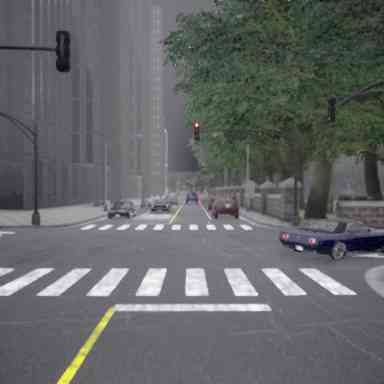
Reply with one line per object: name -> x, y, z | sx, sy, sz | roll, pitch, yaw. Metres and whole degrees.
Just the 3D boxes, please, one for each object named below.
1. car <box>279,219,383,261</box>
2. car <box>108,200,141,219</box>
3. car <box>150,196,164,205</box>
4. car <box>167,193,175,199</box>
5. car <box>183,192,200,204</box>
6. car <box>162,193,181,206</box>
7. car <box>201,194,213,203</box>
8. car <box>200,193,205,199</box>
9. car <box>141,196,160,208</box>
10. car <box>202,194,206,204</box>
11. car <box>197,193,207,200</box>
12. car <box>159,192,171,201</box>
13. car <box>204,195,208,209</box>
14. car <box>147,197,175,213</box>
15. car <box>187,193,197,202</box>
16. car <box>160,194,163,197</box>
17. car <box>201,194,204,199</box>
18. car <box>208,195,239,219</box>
car -> 5.649, 1.667, 12.417 | 4.718, 1.301, 1.895 | 1, 0, -28
car -> -5.777, 1.445, 27.972 | 1.947, 1.339, 4.313 | 0, 0, 0
car -> -5.792, 1.364, 55.256 | 1.802, 1.307, 4.206 | 0, 0, 0
car -> -5.813, 1.097, 93.455 | 1.967, 1.590, 4.097 | 0, 0, 0
car -> 0.017, 0.995, 57.855 | 2.150, 2.045, 5.566 | 0, 0, 1
car -> -3.109, 1.347, 50.510 | 2.033, 1.411, 5.357 | 0, 0, 0
car -> 2.730, 1.204, 60.724 | 1.967, 1.590, 4.097 | 0, 0, 0
car -> 2.733, 1.223, 55.267 | 1.967, 1.590, 4.097 | 0, 0, 0
car -> -5.786, 1.372, 44.342 | 2.008, 1.369, 4.403 | 0, 0, 0
car -> 2.739, 1.372, 44.354 | 2.008, 1.369, 4.403 | 0, 0, 0
car -> 2.345, 1.058, 78.610 | 2.097, 1.767, 4.553 | 0, 0, 0
car -> -5.801, 1.040, 71.627 | 2.192, 1.841, 5.009 | 0, 0, 0
car -> 2.742, 1.406, 38.898 | 1.947, 1.339, 4.313 | 0, 0, 0
car -> -3.116, 1.457, 34.428 | 1.895, 1.301, 4.718 | 0, 0, 0
car -> -0.036, 1.086, 68.488 | 2.097, 1.767, 4.553 | 0, 0, 0
car -> -5.789, 1.384, 49.799 | 1.802, 1.307, 4.206 | 0, 0, 0
car -> 2.736, 1.353, 49.811 | 2.008, 1.369, 4.403 | 0, 0, 0
car -> 2.748, 1.195, 27.985 | 2.192, 1.841, 5.009 | 0, 0, 0
